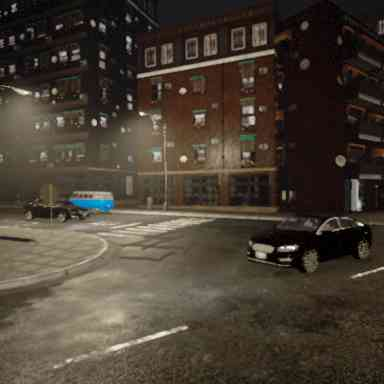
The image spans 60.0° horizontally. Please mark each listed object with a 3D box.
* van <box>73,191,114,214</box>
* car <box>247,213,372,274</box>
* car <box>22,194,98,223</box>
[{"bbox_3d":[-8.406,0.862,27.696,3.998,1.788,1.690,1,0,25],"label":"van"},{"bbox_3d":[3.853,1.455,10.565,4.902,1.511,2.128,0,0,-37],"label":"car"},{"bbox_3d":[-8.771,1.119,21.447,4.892,1.490,1.837,1,1,25],"label":"car"}]
